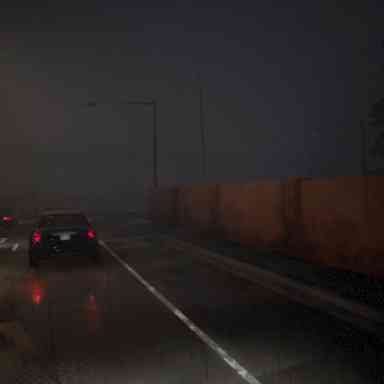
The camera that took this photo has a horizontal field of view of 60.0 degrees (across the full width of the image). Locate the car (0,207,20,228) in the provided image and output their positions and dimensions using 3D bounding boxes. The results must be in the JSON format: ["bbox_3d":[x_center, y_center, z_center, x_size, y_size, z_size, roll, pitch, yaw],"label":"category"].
[{"bbox_3d":[-13.331,1.764,23.358,2.033,1.411,5.357,-1,0,-23],"label":"car"}]

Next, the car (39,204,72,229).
[{"bbox_3d":[-10.122,1.725,24.737,2.033,1.411,5.357,-1,0,-22],"label":"car"}]

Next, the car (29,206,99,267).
[{"bbox_3d":[-4.732,1.437,12.231,2.097,1.767,4.553,-1,0,-23],"label":"car"}]
